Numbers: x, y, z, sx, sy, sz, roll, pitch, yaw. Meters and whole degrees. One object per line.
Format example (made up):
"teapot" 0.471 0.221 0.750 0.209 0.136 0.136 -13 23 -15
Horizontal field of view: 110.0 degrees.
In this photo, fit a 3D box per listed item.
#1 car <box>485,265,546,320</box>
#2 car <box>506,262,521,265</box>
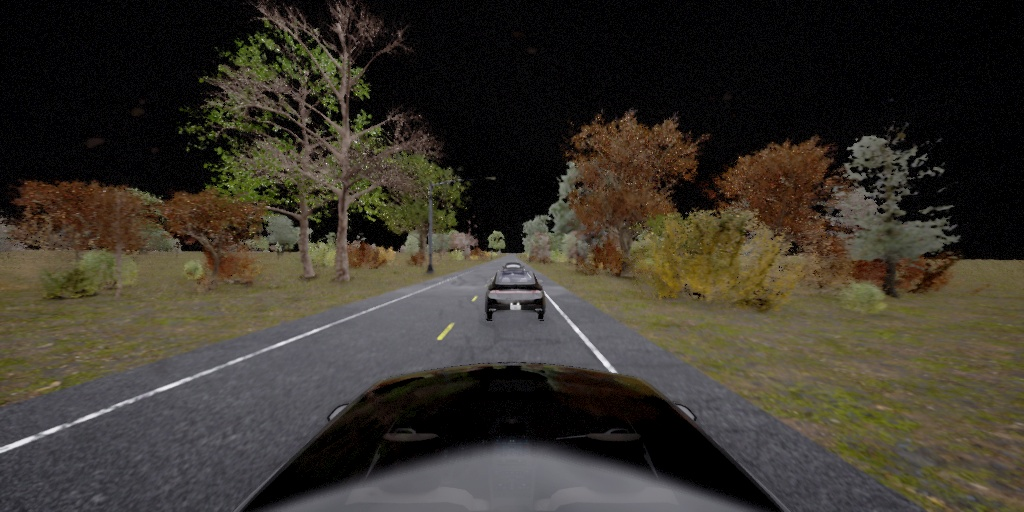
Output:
"car" 0.103 1.242 12.569 2.128 1.511 4.902 0 0 0
"car" 0.109 1.269 30.598 1.812 1.442 4.674 0 0 0
